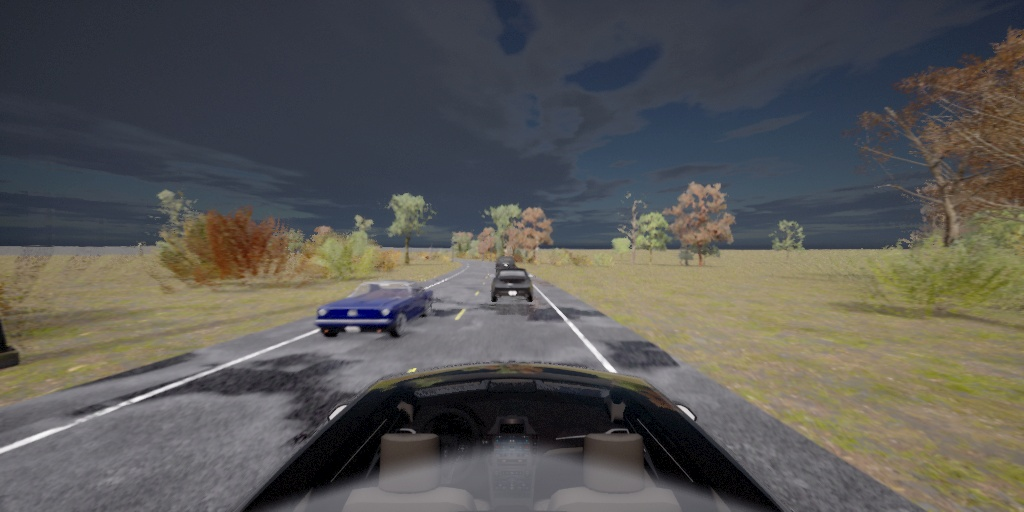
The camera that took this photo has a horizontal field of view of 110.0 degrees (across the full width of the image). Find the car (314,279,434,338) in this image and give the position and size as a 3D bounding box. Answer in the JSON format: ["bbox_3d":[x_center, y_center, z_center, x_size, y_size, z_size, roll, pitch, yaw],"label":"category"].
[{"bbox_3d":[-3.633,1.375,10.354,1.895,1.301,4.718,0,0,0],"label":"car"}]

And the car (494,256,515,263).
[{"bbox_3d":[-0.785,1.060,40.022,2.150,2.045,5.566,0,0,-3],"label":"car"}]

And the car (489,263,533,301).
[{"bbox_3d":[-0.024,1.296,17.468,1.837,1.490,4.892,0,0,-1],"label":"car"}]
